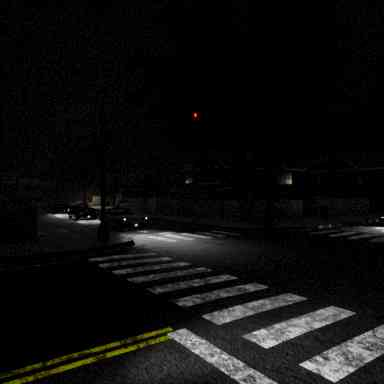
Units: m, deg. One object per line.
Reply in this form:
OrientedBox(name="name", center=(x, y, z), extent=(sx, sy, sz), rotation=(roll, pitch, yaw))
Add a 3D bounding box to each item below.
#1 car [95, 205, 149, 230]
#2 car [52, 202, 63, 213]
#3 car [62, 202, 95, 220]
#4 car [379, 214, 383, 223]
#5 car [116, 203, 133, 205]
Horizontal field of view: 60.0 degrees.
OrientedBox(name="car", center=(-4.704, 1.769, 22.591), extent=(1.895, 1.301, 4.718), rotation=(0, 0, -34))
OrientedBox(name="car", center=(-16.014, 1.919, 41.045), extent=(1.895, 1.301, 4.718), rotation=(0, 0, -29))
OrientedBox(name="car", center=(-10.400, 1.788, 31.383), extent=(2.033, 1.411, 5.357), rotation=(0, 0, -31))
OrientedBox(name="car", center=(14.570, 1.511, 22.078), extent=(5.357, 1.411, 2.033), rotation=(0, 0, -36))
OrientedBox(name="car", center=(-6.248, 1.738, 30.342), extent=(1.812, 1.442, 4.674), rotation=(0, 0, -32))
